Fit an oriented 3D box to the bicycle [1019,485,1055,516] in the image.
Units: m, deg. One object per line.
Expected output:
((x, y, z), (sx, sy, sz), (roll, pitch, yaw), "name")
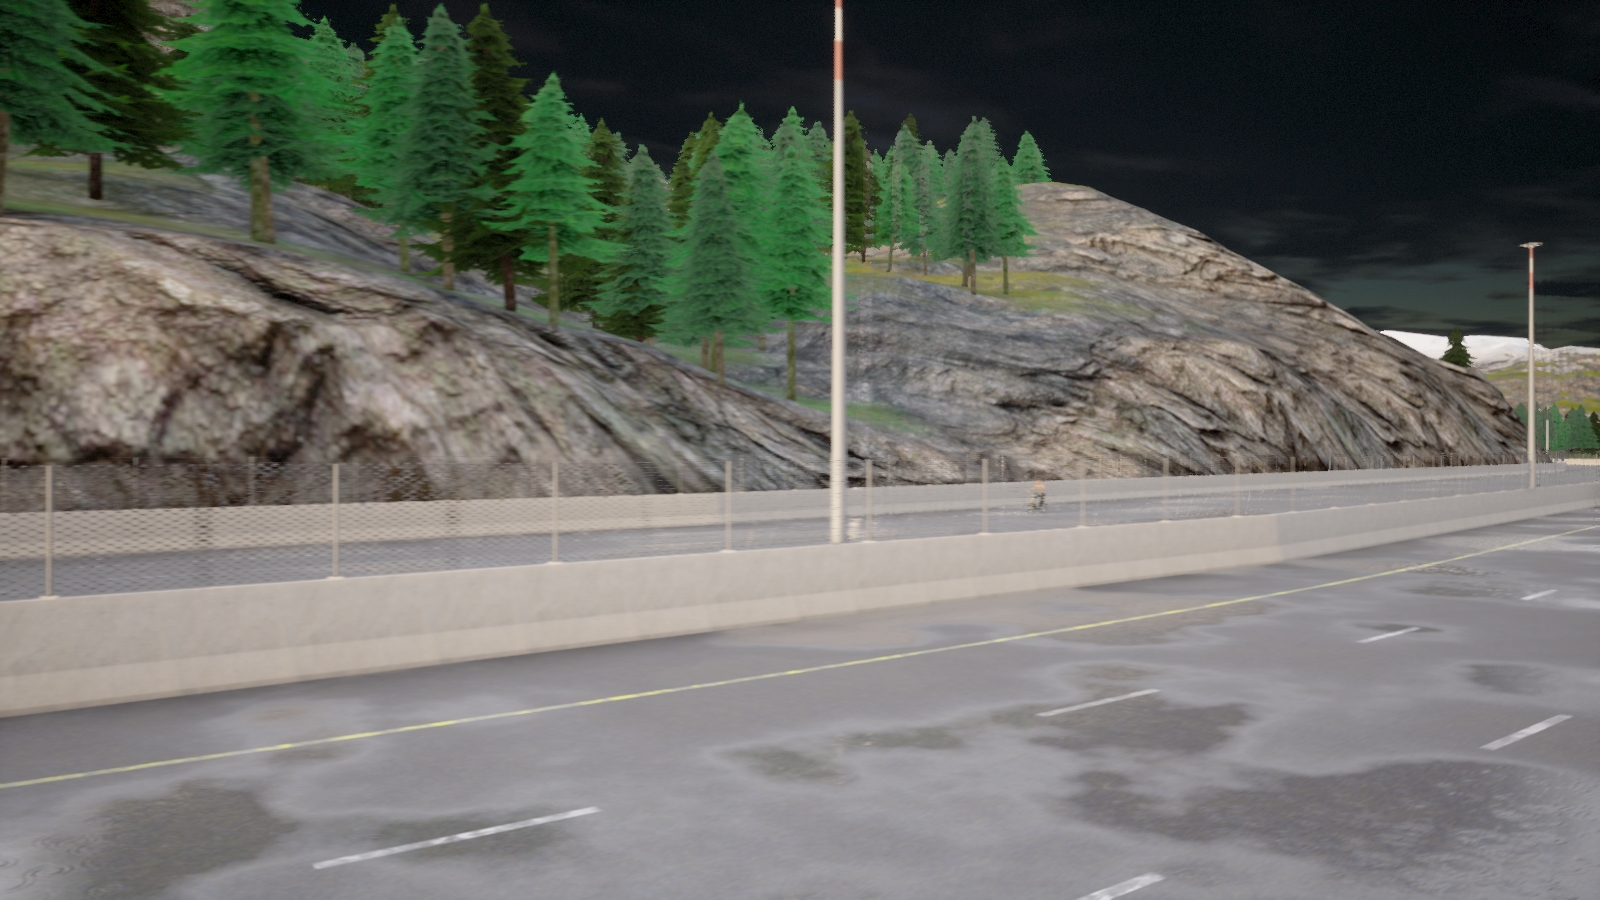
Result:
((10.450, 2.194, 50.336), (0.859, 1.295, 1.487), (0, 0, 45), "bicycle")
